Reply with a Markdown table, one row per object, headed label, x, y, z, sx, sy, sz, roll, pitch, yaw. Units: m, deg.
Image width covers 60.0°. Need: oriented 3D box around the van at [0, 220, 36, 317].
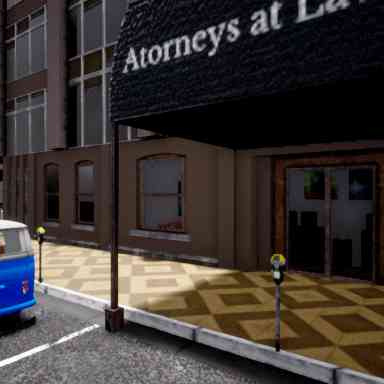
| label | x | y | z | sx | sy | sz | roll | pitch | yaw |
| --- | --- | --- | --- | --- | --- | --- | --- | --- | --- |
| van | -4.573 | 1.341 | 6.122 | 3.998 | 1.788 | 1.690 | 0 | 0 | 35 |
